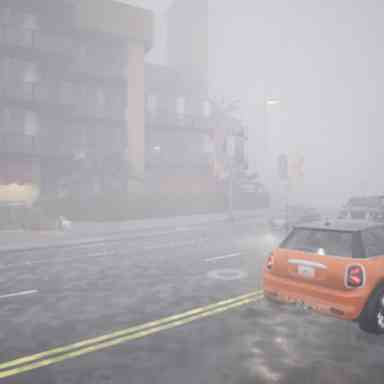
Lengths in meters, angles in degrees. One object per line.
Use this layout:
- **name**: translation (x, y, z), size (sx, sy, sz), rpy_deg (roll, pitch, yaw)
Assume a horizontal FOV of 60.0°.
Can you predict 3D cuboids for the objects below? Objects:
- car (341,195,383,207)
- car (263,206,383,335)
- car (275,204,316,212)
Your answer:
- **car**: translation (10.170, 1.226, 19.385), size (2.150, 2.045, 5.566), rpy_deg (0, 0, 36)
- **car**: translation (3.564, 1.356, 7.030), size (4.553, 1.767, 2.097), rpy_deg (0, 0, -40)
- **car**: translation (6.367, 1.520, 20.288), size (2.128, 1.511, 4.902), rpy_deg (0, 0, 39)
